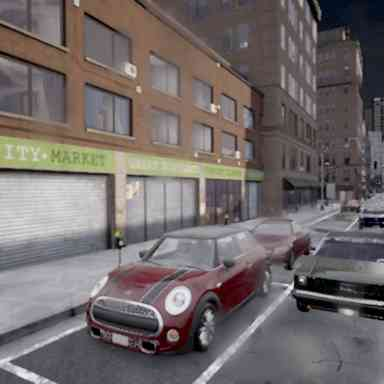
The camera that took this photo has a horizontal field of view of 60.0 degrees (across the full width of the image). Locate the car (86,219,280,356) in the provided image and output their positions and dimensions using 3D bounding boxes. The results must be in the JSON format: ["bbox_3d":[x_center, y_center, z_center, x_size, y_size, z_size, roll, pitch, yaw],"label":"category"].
[{"bbox_3d":[0.033,1.438,6.165,1.967,1.590,4.097,-1,0,30],"label":"car"}]

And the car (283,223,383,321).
[{"bbox_3d":[3.595,1.592,7.180,1.895,1.301,4.718,0,0,30],"label":"car"}]

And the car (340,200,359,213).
[{"bbox_3d":[16.805,1.487,35.182,1.887,1.381,4.507,-1,0,30],"label":"car"}]

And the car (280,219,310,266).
[{"bbox_3d":[2.830,1.572,11.001,1.802,1.307,4.206,-1,0,30],"label":"car"}]

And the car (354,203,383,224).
[{"bbox_3d":[11.257,1.569,20.234,1.895,1.301,4.718,0,0,30],"label":"car"}]
